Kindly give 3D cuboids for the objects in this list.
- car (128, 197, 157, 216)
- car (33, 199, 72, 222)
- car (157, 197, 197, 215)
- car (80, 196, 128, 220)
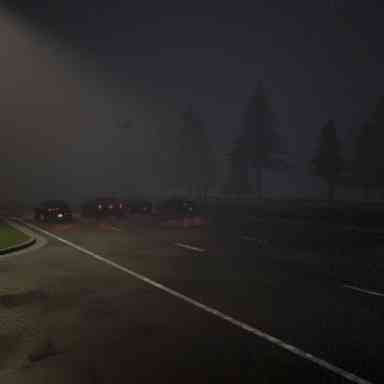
[{"bbox_3d":[-5.330,1.208,29.288,1.882,1.535,5.008,0,1,-36],"label":"car"},{"bbox_3d":[-10.119,1.283,23.952,1.837,1.490,4.892,0,1,-36],"label":"car"},{"bbox_3d":[-1.538,1.216,30.007,2.128,1.511,4.902,0,1,-36],"label":"car"},{"bbox_3d":[-7.090,1.115,25.731,2.097,1.767,4.553,0,1,-36],"label":"car"}]
